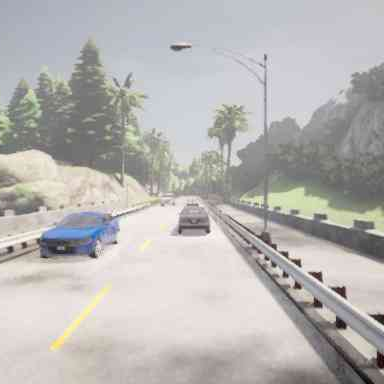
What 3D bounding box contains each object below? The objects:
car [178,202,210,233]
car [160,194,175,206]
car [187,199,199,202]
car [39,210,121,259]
[{"bbox_3d":[0.108,1.575,20.007,2.033,1.411,5.357,0,0,0],"label":"car"},{"bbox_3d":[-4.000,1.305,55.643,2.150,2.045,5.566,0,0,1],"label":"car"},{"bbox_3d":[0.109,1.671,52.286,1.895,1.301,4.718,0,0,0],"label":"car"},{"bbox_3d":[-4.091,1.495,12.902,1.882,1.535,5.008,0,0,0],"label":"car"}]
